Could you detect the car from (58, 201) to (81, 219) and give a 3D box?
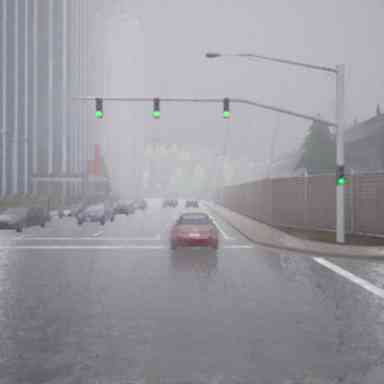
[{"bbox_3d":[-10.592,1.605,30.463,2.128,1.511,4.902,0,0,0],"label":"car"}]

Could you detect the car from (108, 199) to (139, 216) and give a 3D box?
[{"bbox_3d":[-7.085,1.733,34.093,1.895,1.301,4.718,0,0,0],"label":"car"}]

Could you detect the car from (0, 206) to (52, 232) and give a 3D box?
[{"bbox_3d":[-10.599,1.616,20.723,2.033,1.411,5.357,0,0,0],"label":"car"}]

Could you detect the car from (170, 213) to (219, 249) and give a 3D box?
[{"bbox_3d":[0.098,1.619,14.803,1.994,1.385,4.181,0,0,0],"label":"car"}]

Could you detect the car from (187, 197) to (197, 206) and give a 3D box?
[{"bbox_3d":[-0.004,1.745,62.142,1.882,1.535,5.008,0,0,0],"label":"car"}]

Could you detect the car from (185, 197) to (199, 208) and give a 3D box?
[{"bbox_3d":[0.004,1.697,51.735,1.882,1.535,5.008,0,0,0],"label":"car"}]

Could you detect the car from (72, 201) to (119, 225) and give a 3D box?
[{"bbox_3d":[-7.081,1.616,25.014,1.812,1.442,4.674,0,0,0],"label":"car"}]

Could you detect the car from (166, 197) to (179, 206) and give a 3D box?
[{"bbox_3d":[-3.504,1.754,61.613,2.128,1.511,4.902,0,0,0],"label":"car"}]

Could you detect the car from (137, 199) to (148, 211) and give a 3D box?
[{"bbox_3d":[-7.025,1.671,44.111,2.128,1.511,4.902,0,0,0],"label":"car"}]

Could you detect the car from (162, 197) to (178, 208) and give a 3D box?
[{"bbox_3d":[-3.503,1.719,51.189,1.837,1.490,4.892,0,0,0],"label":"car"}]

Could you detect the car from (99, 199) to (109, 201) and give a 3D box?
[{"bbox_3d":[-10.553,1.651,40.275,2.128,1.511,4.902,0,0,0],"label":"car"}]
